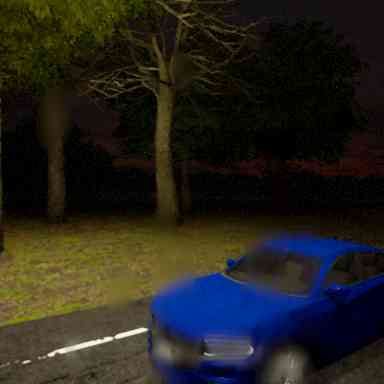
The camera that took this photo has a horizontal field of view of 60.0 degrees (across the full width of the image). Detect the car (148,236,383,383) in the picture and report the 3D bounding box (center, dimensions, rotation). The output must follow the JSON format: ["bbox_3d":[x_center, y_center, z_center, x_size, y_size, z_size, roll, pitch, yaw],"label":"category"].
[{"bbox_3d":[1.735,1.501,5.117,5.008,1.535,1.882,0,0,-36],"label":"car"}]
